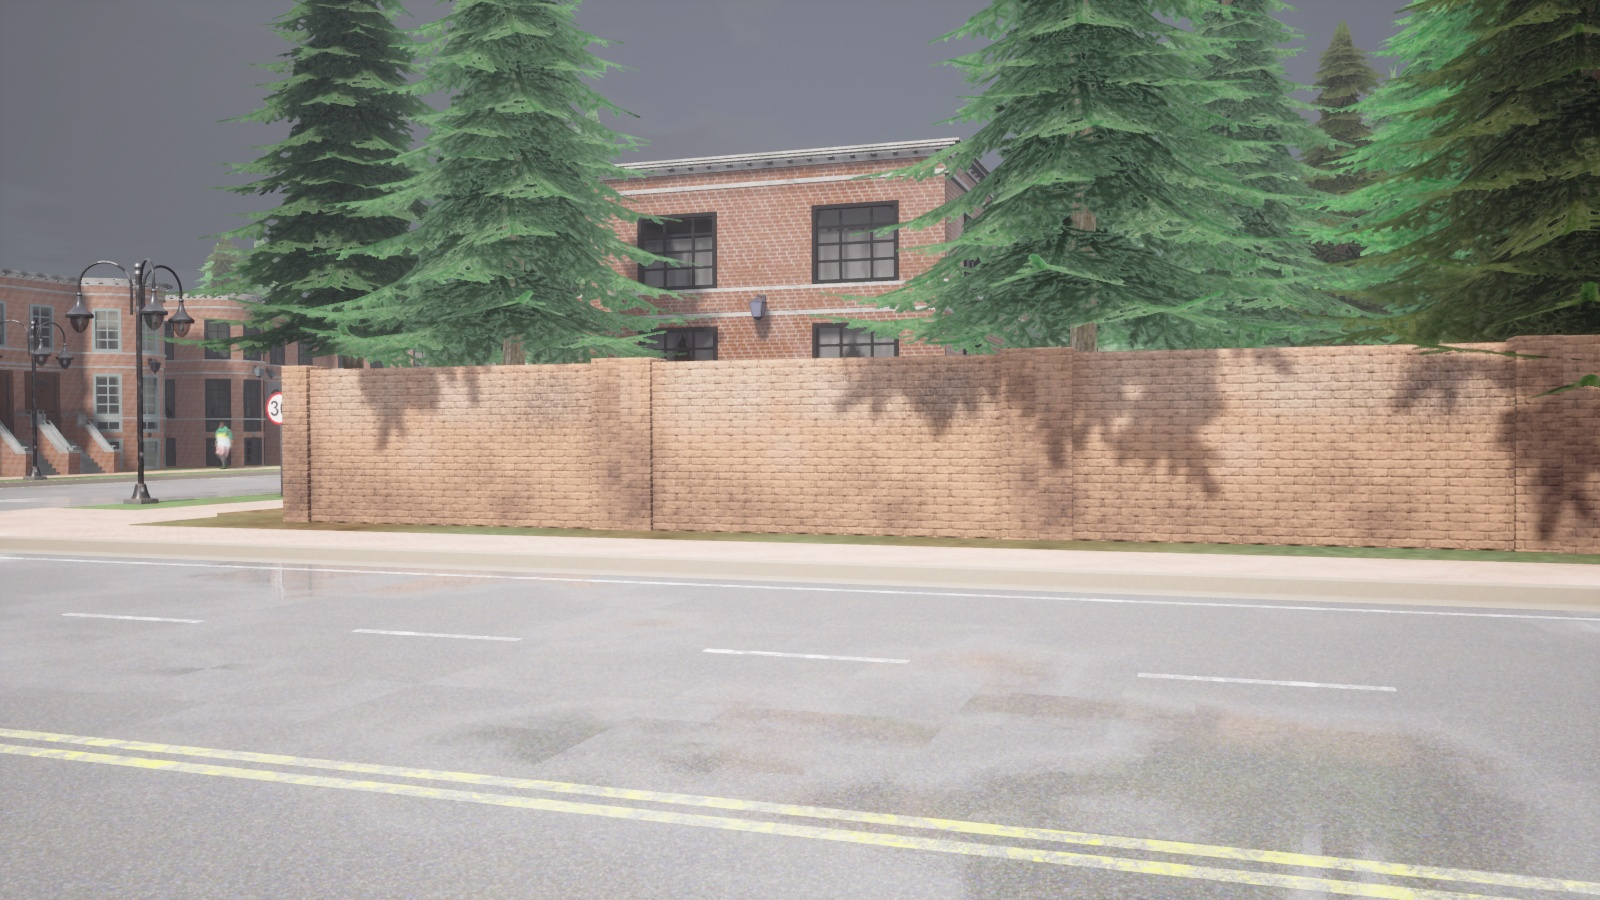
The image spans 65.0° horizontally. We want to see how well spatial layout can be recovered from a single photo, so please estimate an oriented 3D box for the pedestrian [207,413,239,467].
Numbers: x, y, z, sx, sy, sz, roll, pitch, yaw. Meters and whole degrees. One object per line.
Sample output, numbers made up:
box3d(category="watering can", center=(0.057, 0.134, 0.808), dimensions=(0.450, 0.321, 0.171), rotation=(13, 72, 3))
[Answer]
box3d(category="pedestrian", center=(-21.354, -0.374, 46.469), dimensions=(0.659, 1.952, 0.873), rotation=(1, 1, 20))
